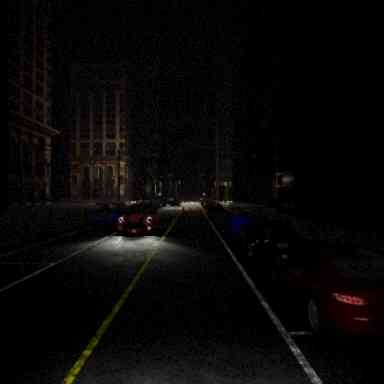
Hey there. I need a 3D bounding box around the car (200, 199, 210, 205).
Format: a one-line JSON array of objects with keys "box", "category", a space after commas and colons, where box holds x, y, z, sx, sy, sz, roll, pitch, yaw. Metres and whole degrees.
[{"box": [2.789, 2.204, 74.209, 2.008, 1.369, 4.403, 0, 0, 0], "category": "car"}]

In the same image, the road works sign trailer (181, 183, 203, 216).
[{"box": [0.014, 0.800, 37.112, 2.380, 3.560, 2.880, 0, -1, 0], "category": "road works sign trailer"}]

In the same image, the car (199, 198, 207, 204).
[{"box": [2.794, 2.294, 85.491, 2.008, 1.369, 4.403, 0, 0, 0], "category": "car"}]

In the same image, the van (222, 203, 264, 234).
[{"box": [2.765, 1.504, 17.806, 1.690, 1.788, 3.998, 0, -1, 0], "category": "van"}]

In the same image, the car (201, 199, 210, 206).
[{"box": [2.787, 2.133, 68.738, 1.752, 1.417, 4.829, 0, 0, 0], "category": "car"}]

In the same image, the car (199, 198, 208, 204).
[{"box": [2.791, 2.138, 79.851, 1.967, 1.590, 4.097, 0, 0, 0], "category": "car"}]

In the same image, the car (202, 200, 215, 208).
[{"box": [2.782, 2.078, 57.287, 1.947, 1.339, 4.313, 0, 0, 0], "category": "car"}]

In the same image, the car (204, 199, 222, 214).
[{"box": [2.775, 1.909, 40.366, 1.887, 1.381, 4.507, 0, -1, 0], "category": "car"}]

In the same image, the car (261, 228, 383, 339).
[{"box": [2.762, 1.643, 6.523, 1.802, 1.307, 4.206, 0, -1, 0], "category": "car"}]

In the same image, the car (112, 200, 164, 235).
[{"box": [-3.092, 1.533, 19.980, 2.097, 1.767, 4.553, 0, -1, 0], "category": "car"}]

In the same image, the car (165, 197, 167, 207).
[{"box": [-5.741, 2.125, 62.930, 1.947, 1.339, 4.313, 0, 0, 0], "category": "car"}]

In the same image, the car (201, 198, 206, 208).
[{"box": [2.780, 2.014, 51.647, 2.008, 1.369, 4.403, 0, 0, 0], "category": "car"}]

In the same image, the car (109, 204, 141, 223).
[{"box": [-5.755, 1.808, 29.086, 1.887, 1.381, 4.507, 0, -1, 0], "category": "car"}]

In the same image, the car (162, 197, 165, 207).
[{"box": [-5.746, 1.903, 51.649, 1.967, 1.590, 4.097, 0, 0, 0], "category": "car"}]

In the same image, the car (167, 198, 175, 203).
[{"box": [-5.729, 2.339, 91.134, 2.008, 1.369, 4.403, 0, 0, 0], "category": "car"}]

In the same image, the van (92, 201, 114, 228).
[{"box": [-5.758, 1.554, 23.447, 1.690, 1.788, 3.998, 0, -1, 0], "category": "van"}]

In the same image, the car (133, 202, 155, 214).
[{"box": [-5.750, 1.930, 40.366, 1.947, 1.339, 4.313, 0, -1, 0], "category": "car"}]

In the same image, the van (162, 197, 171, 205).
[{"box": [-5.737, 1.993, 74.213, 1.690, 1.788, 3.998, 0, 0, 0], "category": "van"}]

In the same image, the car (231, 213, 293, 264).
[{"box": [2.764, 1.677, 12.163, 1.947, 1.339, 4.313, 0, -1, 0], "category": "car"}]

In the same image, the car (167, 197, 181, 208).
[{"box": [-3.019, 2.048, 60.353, 1.837, 1.490, 4.892, 0, 0, 1], "category": "car"}]
